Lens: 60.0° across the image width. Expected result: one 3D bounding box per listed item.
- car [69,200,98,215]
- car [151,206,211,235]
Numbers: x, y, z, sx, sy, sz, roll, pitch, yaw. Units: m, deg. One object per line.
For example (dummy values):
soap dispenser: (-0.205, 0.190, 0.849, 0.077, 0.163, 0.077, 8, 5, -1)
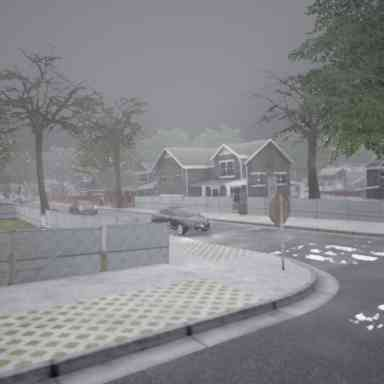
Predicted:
car: (-11.924, 1.693, 36.433, 2.097, 1.767, 4.553, -3, 1, -35)
car: (-0.801, 1.683, 20.591, 1.837, 1.490, 4.892, -3, 2, -35)
